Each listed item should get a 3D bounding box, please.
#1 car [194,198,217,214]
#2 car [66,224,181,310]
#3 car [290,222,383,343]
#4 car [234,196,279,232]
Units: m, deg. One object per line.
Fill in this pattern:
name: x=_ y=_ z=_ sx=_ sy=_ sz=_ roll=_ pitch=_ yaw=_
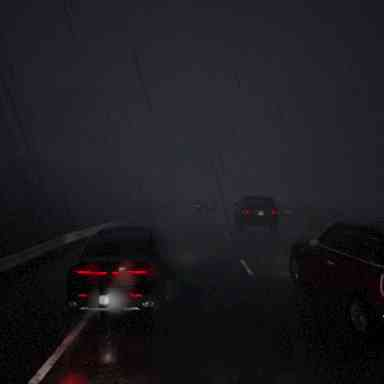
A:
car: x=1.447 y=1.579 z=35.550 sx=1.812 sy=1.442 sz=4.674 roll=0 pitch=0 yaw=6
car: x=-1.352 y=1.515 z=7.837 sx=1.837 sy=1.490 sz=4.892 roll=0 pitch=0 yaw=0
car: x=3.538 y=1.366 z=6.647 sx=2.097 sy=1.767 sz=4.553 roll=0 pitch=0 yaw=0
car: x=3.881 y=1.257 z=20.660 sx=2.150 sy=2.045 sz=5.566 roll=0 pitch=0 yaw=3
